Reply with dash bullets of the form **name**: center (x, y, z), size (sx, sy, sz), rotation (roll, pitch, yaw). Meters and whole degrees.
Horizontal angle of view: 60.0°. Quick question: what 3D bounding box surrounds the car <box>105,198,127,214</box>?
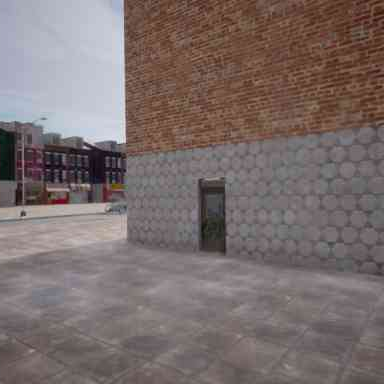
- **car**: center (-6.281, 1.317, 32.498), size (2.128, 1.511, 4.902), rotation (-2, 0, 36)
